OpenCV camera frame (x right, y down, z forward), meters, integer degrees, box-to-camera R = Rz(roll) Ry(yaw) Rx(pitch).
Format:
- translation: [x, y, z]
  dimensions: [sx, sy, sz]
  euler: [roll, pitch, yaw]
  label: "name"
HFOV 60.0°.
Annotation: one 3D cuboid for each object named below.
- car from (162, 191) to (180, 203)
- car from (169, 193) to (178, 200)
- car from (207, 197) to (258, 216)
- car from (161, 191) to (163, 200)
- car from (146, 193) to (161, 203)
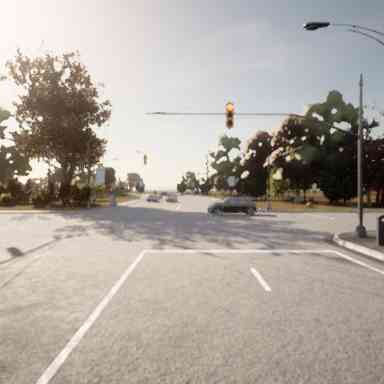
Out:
- translation: [-3.736, 1.086, 60.805]
  dimensions: [2.097, 1.767, 4.553]
  euler: [0, 0, 0]
  label: "car"
- translation: [-4.190, 1.083, 76.116]
  dimensions: [1.837, 1.490, 4.892]
  euler: [0, 1, -3]
  label: "car"
- translation: [3.701, 1.223, 31.000]
  dimensions: [4.553, 1.767, 2.097]
  euler: [0, 0, -3]
  label: "car"
- translation: [-7.687, 1.109, 75.952]
  dimensions: [2.128, 1.511, 4.902]
  euler: [0, 1, -3]
  label: "car"
- translation: [-7.232, 1.238, 60.764]
  dimensions: [1.837, 1.490, 4.892]
  euler: [0, 1, 0]
  label: "car"
